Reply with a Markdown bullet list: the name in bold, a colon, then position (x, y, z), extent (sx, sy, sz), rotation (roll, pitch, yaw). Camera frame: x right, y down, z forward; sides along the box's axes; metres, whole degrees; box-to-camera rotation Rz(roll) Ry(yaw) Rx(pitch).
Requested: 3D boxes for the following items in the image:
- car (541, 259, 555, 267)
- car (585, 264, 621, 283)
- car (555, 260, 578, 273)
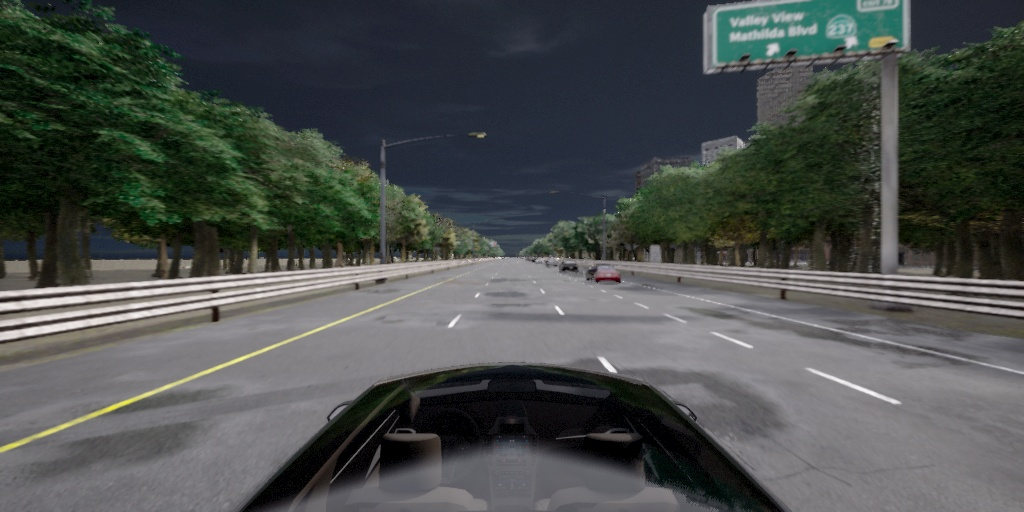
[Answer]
- **car**: position (6.962, 1.331, 64.723), extent (2.033, 1.411, 5.357), rotation (0, 0, 0)
- **car**: position (6.983, 1.326, 27.843), extent (1.994, 1.385, 4.181), rotation (0, 0, 0)
- **car**: position (6.971, 1.248, 44.753), extent (1.882, 1.535, 5.008), rotation (0, 0, 0)
